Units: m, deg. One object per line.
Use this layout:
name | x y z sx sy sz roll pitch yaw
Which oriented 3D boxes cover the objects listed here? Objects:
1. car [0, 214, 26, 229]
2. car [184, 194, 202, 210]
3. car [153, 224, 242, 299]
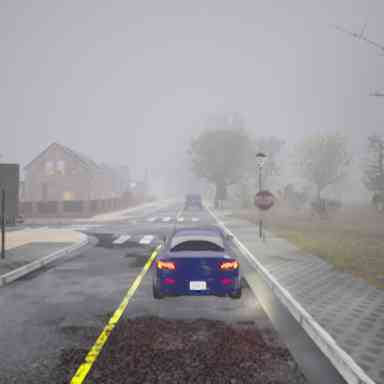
car | -12.873 1.605 20.381 4.718 1.301 1.895 0 -1 2
car | 0.182 1.277 44.613 2.150 2.045 5.566 0 0 0
car | 0.107 1.527 8.314 1.812 1.442 4.674 0 0 0
